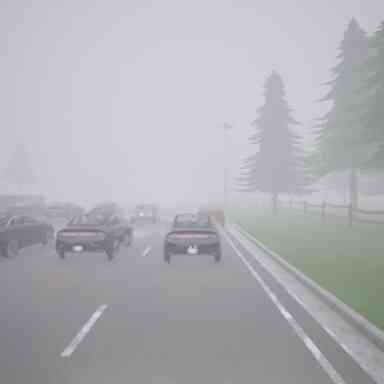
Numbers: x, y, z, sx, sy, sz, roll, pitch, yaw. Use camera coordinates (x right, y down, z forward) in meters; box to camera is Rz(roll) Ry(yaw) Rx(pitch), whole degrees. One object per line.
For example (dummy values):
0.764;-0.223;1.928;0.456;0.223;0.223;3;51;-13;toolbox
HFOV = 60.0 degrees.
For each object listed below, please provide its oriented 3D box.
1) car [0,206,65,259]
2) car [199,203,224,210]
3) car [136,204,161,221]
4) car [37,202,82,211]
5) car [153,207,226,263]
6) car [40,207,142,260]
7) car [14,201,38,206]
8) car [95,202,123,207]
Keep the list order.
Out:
-6.959;1.522;12.673;2.128;1.511;4.902;0;0;1;car
1.223;1.533;23.200;1.882;1.535;5.008;0;0;0;car
-3.479;1.608;25.497;2.033;1.411;5.357;0;0;0;car
-10.459;1.557;27.662;2.128;1.511;4.902;0;0;1;car
0.035;1.520;12.098;2.128;1.511;4.902;0;0;1;car
-3.460;1.521;12.579;2.128;1.511;4.902;0;0;1;car
-13.949;1.545;28.859;1.882;1.535;5.008;0;0;1;car
-6.959;1.571;27.703;1.837;1.490;4.892;0;0;1;car
